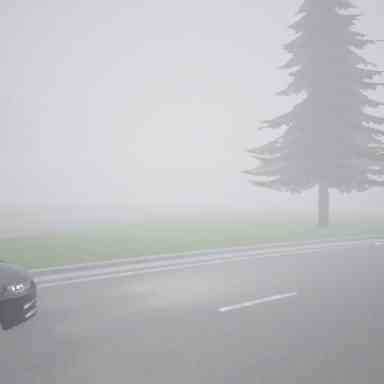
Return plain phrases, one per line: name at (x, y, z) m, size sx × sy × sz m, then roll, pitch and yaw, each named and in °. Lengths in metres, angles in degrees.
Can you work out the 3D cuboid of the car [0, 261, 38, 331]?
car at (-4.764, 1.459, 4.439) m, size 4.902 × 1.511 × 2.128 m, roll 0°, pitch 0°, yaw -36°
